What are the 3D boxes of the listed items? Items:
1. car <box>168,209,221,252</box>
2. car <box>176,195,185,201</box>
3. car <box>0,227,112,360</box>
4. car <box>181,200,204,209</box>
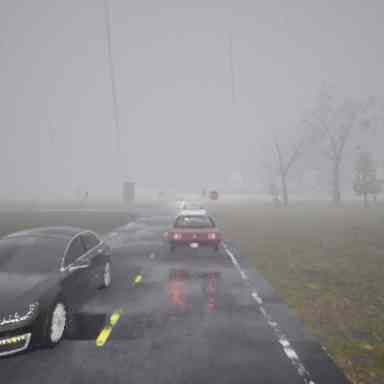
[{"bbox_3d":[0.097,1.590,13.922,1.895,1.301,4.718,0,0,0],"label":"car"},{"bbox_3d":[-2.763,1.415,79.535,1.837,1.490,4.892,0,0,0],"label":"car"},{"bbox_3d":[-2.849,1.501,6.318,1.837,1.490,4.892,0,0,0],"label":"car"},{"bbox_3d":[0.066,1.579,26.377,1.895,1.301,4.718,0,0,-1],"label":"car"}]
